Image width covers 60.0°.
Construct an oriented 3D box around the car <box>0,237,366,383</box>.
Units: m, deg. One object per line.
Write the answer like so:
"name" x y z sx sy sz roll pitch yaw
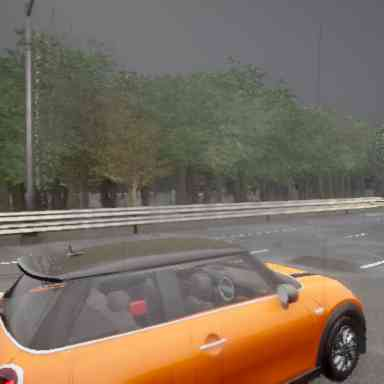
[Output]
"car" 0.042 1.330 3.897 4.553 1.767 2.097 -1 0 -35
